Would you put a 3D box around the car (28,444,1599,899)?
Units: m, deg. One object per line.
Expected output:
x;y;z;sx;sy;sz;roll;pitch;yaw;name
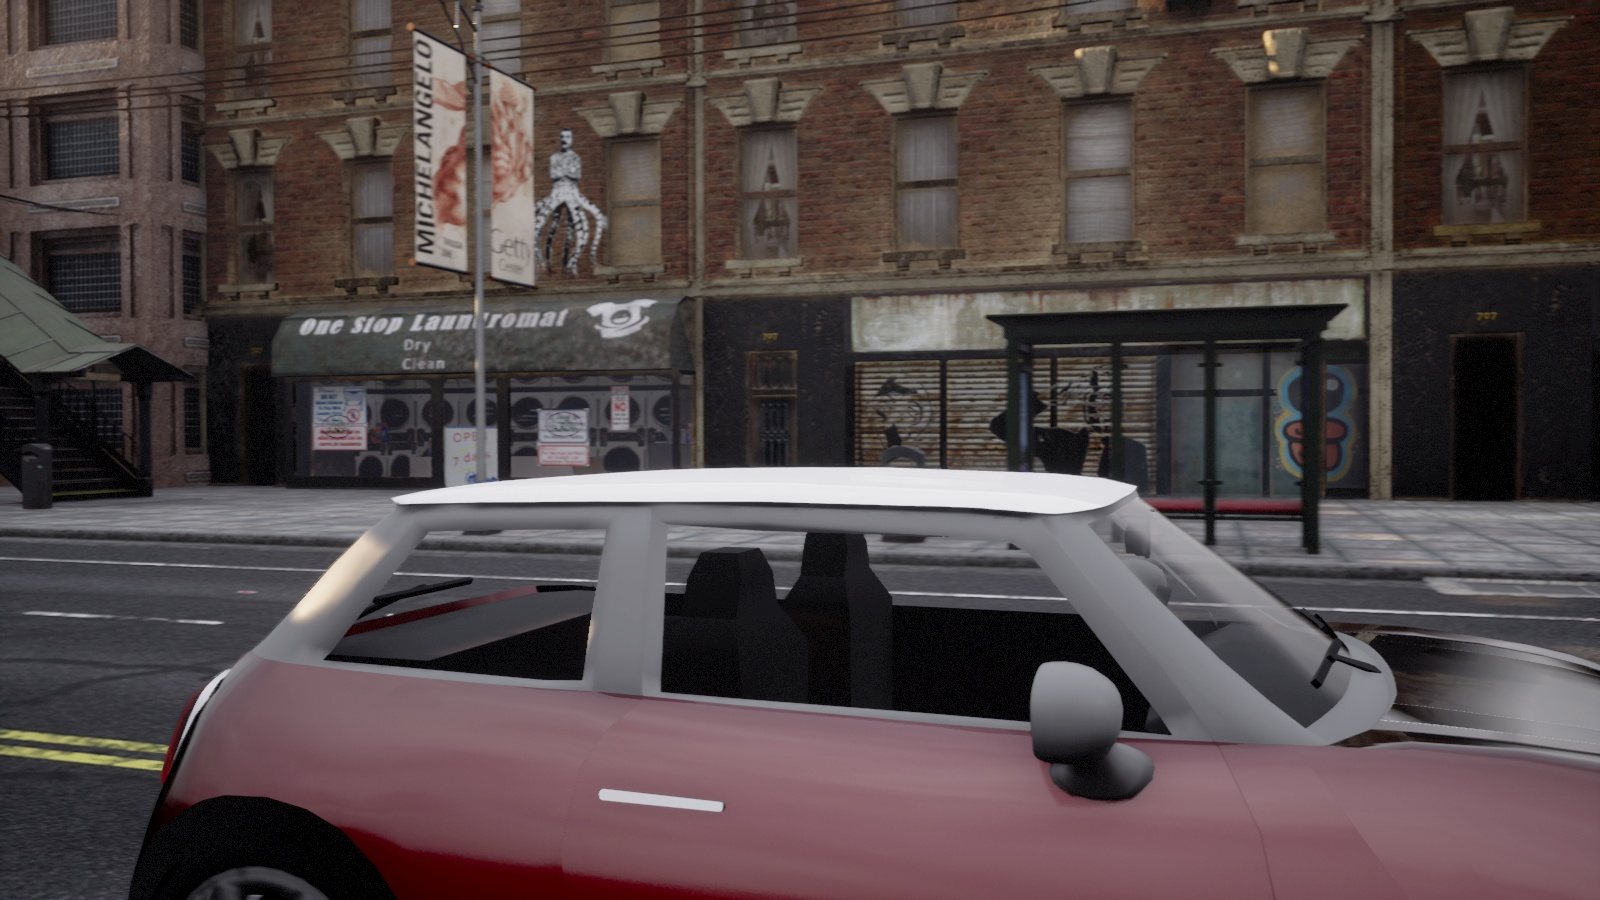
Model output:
0.459;0.745;3.034;3.806;1.475;1.970;1;1;19;car
